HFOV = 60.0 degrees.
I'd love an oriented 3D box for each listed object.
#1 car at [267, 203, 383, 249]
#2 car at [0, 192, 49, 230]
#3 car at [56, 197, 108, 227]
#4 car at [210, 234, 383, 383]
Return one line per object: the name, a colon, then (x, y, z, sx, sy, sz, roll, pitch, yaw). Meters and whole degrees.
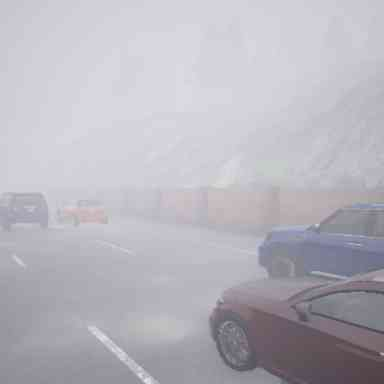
car: (3.972, 1.206, 6.845, 2.150, 2.045, 5.566, 0, 0, -37)
car: (-10.122, 1.024, 19.626, 2.150, 2.045, 5.566, 0, 0, -37)
car: (-7.237, 1.163, 21.613, 2.097, 1.767, 4.553, 0, 0, -37)
car: (2.160, 1.520, 3.428, 1.812, 1.442, 4.674, 0, 0, -37)
